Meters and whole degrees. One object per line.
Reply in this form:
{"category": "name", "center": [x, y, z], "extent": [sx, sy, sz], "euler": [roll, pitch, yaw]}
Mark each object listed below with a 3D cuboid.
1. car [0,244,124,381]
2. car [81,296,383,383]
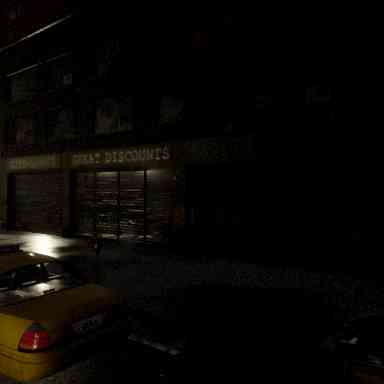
{"category": "car", "center": [-3.086, 1.524, 5.294], "extent": [4.829, 1.417, 1.752], "euler": [0, 1, 36]}
{"category": "car", "center": [1.597, 1.551, 1.947], "extent": [4.403, 1.369, 2.008], "euler": [0, 1, 36]}
